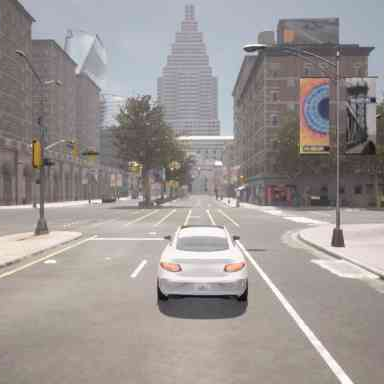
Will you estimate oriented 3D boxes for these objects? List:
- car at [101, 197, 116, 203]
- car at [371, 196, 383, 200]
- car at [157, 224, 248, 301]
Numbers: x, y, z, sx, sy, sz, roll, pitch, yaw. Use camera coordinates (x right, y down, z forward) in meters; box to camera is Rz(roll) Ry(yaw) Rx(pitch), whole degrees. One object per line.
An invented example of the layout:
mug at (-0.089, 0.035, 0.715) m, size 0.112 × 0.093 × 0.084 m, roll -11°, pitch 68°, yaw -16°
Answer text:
car at (-16.829, 1.595, 67.246) m, size 1.895 × 1.301 × 4.718 m, roll 0°, pitch 0°, yaw 1°
car at (35.883, 1.481, 67.520) m, size 2.231 × 1.521 × 4.892 m, roll 0°, pitch 0°, yaw 1°
car at (0.249, 1.526, 8.203) m, size 1.812 × 1.442 × 4.674 m, roll 0°, pitch 0°, yaw 2°
